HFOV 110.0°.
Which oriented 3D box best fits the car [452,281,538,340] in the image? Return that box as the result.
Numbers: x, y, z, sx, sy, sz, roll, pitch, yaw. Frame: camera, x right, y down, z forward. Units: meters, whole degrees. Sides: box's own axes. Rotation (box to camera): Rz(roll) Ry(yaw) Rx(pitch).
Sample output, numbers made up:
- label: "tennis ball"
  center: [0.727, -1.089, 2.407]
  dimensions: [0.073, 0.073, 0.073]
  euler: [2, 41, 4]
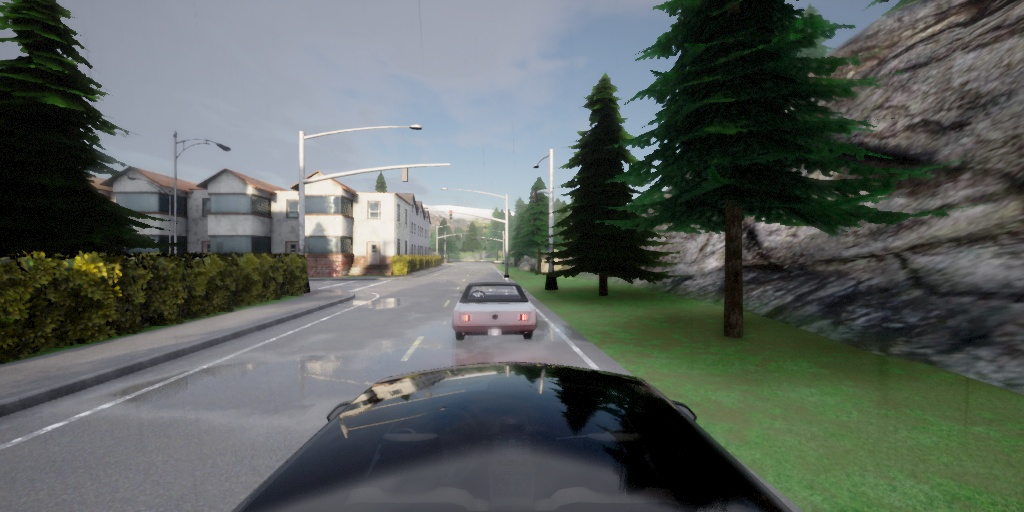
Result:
- label: "car"
  center: [-0.520, 1.351, 9.930]
  dimensions: [1.895, 1.301, 4.718]
  euler: [0, 0, -4]
